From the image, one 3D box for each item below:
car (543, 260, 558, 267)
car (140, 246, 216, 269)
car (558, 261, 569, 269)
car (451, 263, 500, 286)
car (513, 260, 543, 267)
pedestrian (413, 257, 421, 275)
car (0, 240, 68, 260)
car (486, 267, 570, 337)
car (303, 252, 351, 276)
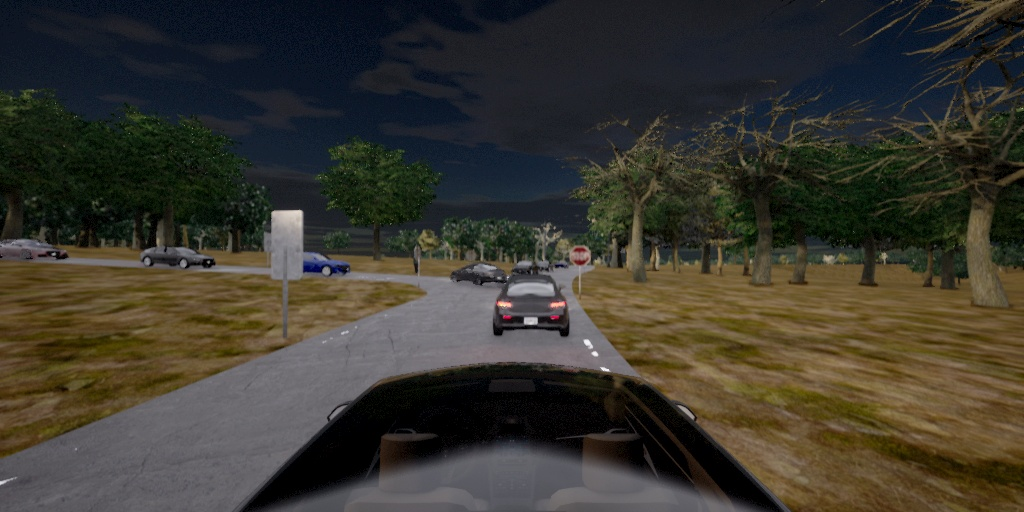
[{"bbox_3d":[4.183,1.299,45.923,1.837,1.490,4.892,0,0,17],"label":"car"},{"bbox_3d":[-23.882,0.078,25.694,4.892,1.490,1.837,3,-1,7],"label":"car"},{"bbox_3d":[8.233,1.517,59.464,1.895,1.301,4.718,0,-1,16],"label":"car"},{"bbox_3d":[-2.287,1.181,24.078,1.812,1.442,4.674,2,-1,-40],"label":"car"},{"bbox_3d":[1.454,1.191,36.266,1.882,1.535,5.008,0,0,16],"label":"car"},{"bbox_3d":[-8.021,0.632,30.153,0.375,1.860,0.375,0,-4,7],"label":"pedestrian"},{"bbox_3d":[-36.478,-0.413,27.241,4.181,1.385,1.994,2,-1,7],"label":"car"},{"bbox_3d":[0.538,1.217,10.015,1.812,1.442,4.674,0,0,3],"label":"car"},{"bbox_3d":[-13.543,0.508,24.434,5.008,1.535,1.882,3,-1,7],"label":"car"}]
